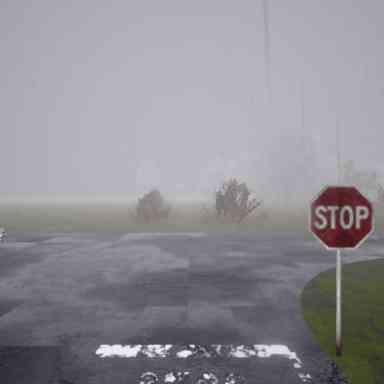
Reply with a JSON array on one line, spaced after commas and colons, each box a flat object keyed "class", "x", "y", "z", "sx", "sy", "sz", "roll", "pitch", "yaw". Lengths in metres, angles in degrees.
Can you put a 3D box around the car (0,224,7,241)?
[{"class": "car", "x": -10.234, "y": 1.516, "z": 13.569, "sx": 4.902, "sy": 1.511, "sz": 2.128, "roll": 0, "pitch": 0, "yaw": 0}]
